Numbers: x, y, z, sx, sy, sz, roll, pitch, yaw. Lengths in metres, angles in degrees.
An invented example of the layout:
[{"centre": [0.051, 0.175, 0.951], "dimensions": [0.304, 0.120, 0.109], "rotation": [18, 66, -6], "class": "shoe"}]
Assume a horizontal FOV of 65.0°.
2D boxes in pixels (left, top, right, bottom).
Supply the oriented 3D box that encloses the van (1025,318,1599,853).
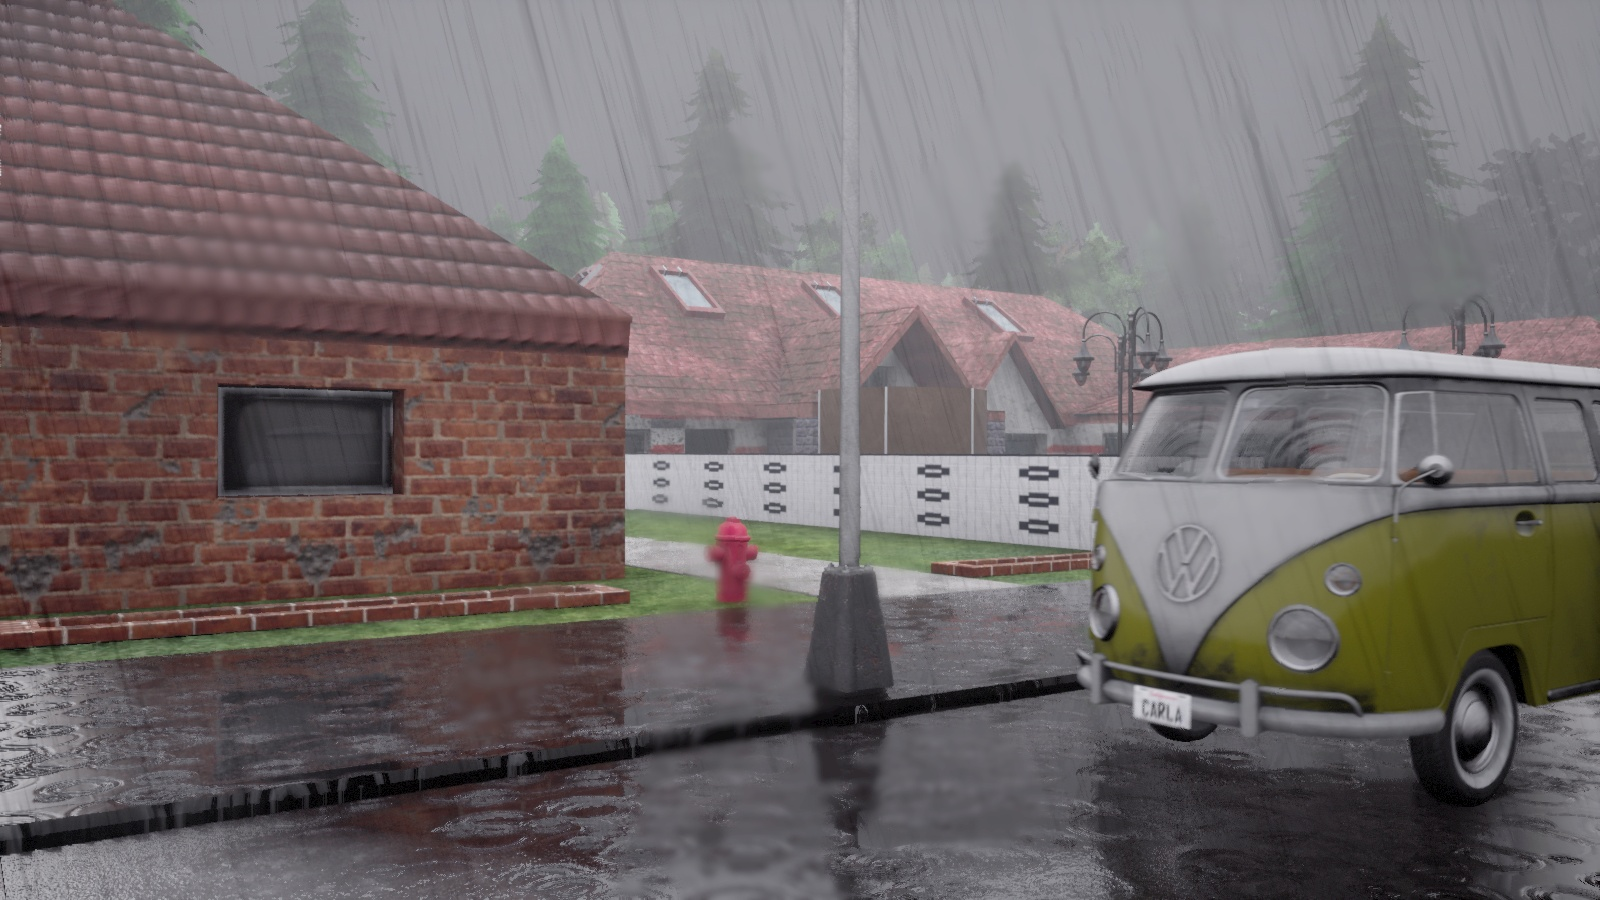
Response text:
[{"centre": [3.426, 0.507, 6.660], "dimensions": [4.442, 1.987, 1.775], "rotation": [0, 0, -35], "class": "van"}]
